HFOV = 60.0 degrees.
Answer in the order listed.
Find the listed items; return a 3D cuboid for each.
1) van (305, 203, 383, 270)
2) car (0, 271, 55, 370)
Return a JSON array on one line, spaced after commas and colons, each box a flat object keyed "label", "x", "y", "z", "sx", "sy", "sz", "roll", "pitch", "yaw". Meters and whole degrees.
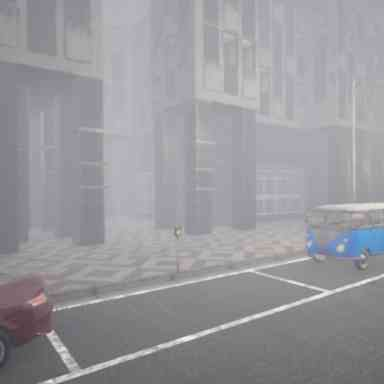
[{"label": "van", "x": 5.239, "y": 1.261, "z": 10.393, "sx": 3.998, "sy": 1.788, "sz": 1.690, "roll": -1, "pitch": 0, "yaw": -36}, {"label": "car", "x": -3.879, "y": 1.590, "z": 3.884, "sx": 4.206, "sy": 1.307, "sz": 1.802, "roll": -1, "pitch": 0, "yaw": -36}]
